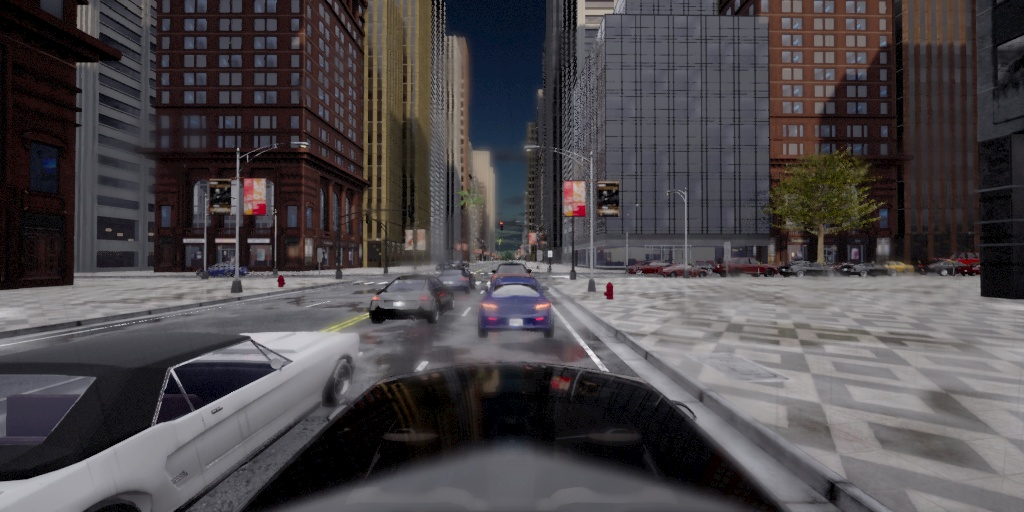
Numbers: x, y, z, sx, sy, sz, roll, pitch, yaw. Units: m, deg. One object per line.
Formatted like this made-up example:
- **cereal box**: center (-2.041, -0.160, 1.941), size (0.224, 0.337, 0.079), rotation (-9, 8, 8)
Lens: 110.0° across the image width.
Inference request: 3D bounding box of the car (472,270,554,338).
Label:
- **car**: center (0.094, 1.284, 10.095), size (1.812, 1.442, 4.674), rotation (0, 0, 0)

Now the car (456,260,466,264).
- **car**: center (-9.893, 1.543, 63.103), size (2.128, 1.511, 4.902), rotation (0, 0, 0)

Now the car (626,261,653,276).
- **car**: center (14.761, 1.291, 37.897), size (5.008, 1.535, 1.882), rotation (0, -1, -1)

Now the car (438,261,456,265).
- **car**: center (-9.904, 1.543, 52.818), size (1.994, 1.385, 4.181), rotation (0, 0, 0)

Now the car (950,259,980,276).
- **car**: center (43.467, 1.211, 32.602), size (4.507, 1.381, 1.888), rotation (0, 0, -1)

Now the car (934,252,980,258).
- **car**: center (47.381, 0.604, 38.351), size (5.566, 2.045, 2.150), rotation (0, -1, -1)

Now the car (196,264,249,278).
- **car**: center (-30.037, 1.523, 37.307), size (4.674, 1.442, 1.812), rotation (0, -1, 0)

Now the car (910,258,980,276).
- **car**: center (42.758, 1.203, 35.215), size (4.892, 1.490, 1.837), rotation (0, -1, -1)

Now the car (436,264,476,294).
- **car**: center (-3.174, 1.352, 20.473), size (1.994, 1.385, 4.181), rotation (0, 0, 0)

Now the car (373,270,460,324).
- **car**: center (-3.164, 1.326, 12.085), size (1.994, 1.385, 4.181), rotation (0, 0, 0)

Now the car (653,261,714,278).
- **car**: center (15.279, 1.325, 32.129), size (4.207, 1.307, 1.802), rotation (0, 0, -1)

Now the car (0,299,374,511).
- **car**: center (-3.155, 1.351, 3.262), size (1.895, 1.301, 4.718), rotation (0, 0, 0)

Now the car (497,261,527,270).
- **car**: center (-0.021, 1.135, 19.080), size (2.097, 1.767, 4.553), rotation (0, 0, 0)

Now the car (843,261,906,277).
- **car**: center (32.192, 1.257, 32.412), size (4.313, 1.339, 1.948), rotation (0, 0, -1)

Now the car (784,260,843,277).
- **car**: center (26.555, 1.273, 32.318), size (4.313, 1.339, 1.948), rotation (0, 0, -1)

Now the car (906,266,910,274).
- **car**: center (43.161, 1.292, 41.122), size (4.829, 1.417, 1.751), rotation (0, 0, -1)

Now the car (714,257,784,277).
- **car**: center (20.918, 1.039, 32.224), size (5.009, 1.841, 2.192), rotation (0, 0, -1)
